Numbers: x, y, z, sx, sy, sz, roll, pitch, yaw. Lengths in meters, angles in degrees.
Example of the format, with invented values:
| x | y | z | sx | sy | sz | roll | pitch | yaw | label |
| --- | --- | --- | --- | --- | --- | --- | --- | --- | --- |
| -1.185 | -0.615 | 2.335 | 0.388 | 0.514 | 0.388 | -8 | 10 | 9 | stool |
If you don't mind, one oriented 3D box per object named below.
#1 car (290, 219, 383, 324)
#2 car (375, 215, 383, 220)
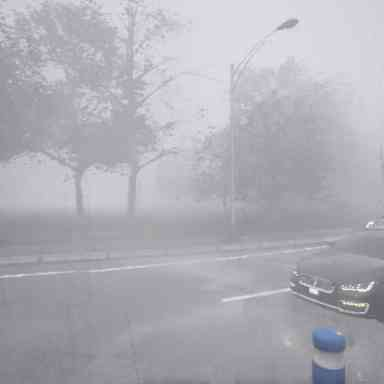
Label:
| x | y | z | sx | sy | sz | roll | pitch | yaw | label |
| --- | --- | --- | --- | --- | --- | --- | --- | --- | --- |
| 4.253 | 1.498 | 7.024 | 4.892 | 1.490 | 1.837 | 0 | 1 | -29 | car |
| 9.434 | 1.411 | 14.244 | 4.553 | 1.767 | 2.097 | 1 | 0 | -33 | car |
